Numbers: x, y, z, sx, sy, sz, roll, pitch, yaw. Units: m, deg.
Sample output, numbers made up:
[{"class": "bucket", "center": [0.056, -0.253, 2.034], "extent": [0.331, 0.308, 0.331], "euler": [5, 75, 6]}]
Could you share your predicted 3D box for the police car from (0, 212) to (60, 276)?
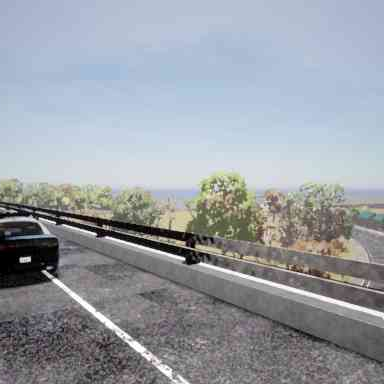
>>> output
[{"class": "police car", "center": [-5.538, 1.423, 10.057], "extent": [1.930, 1.638, 5.238], "euler": [0, 0, -37]}]
